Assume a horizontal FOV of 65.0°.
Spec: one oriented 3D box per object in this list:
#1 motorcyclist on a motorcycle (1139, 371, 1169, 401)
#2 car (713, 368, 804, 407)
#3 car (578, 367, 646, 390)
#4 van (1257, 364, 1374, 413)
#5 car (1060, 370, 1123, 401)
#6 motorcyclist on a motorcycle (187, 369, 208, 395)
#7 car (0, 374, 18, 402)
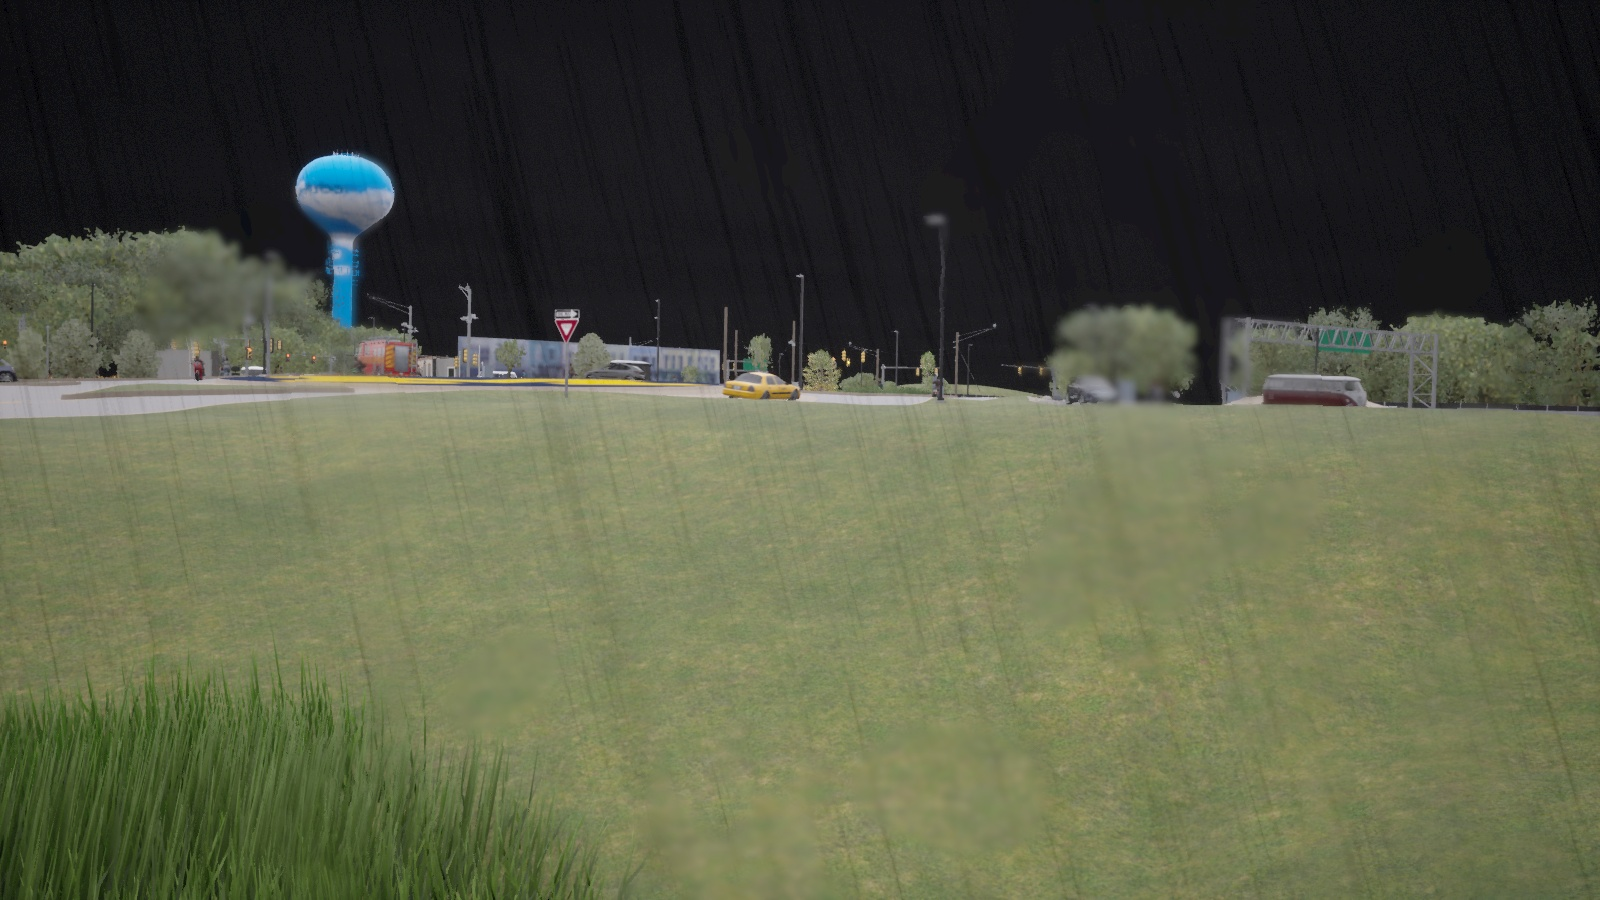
[{"bbox_3d":[19.864,-3.585,70.600,0.766,1.649,2.350,1,3,-6],"label":"motorcyclist on a motorcycle"},{"bbox_3d":[-1.916,-3.013,59.979,1.801,1.575,5.366,8,8,27],"label":"car"},{"bbox_3d":[-12.746,-4.859,85.283,4.193,1.474,1.816,1,1,14],"label":"car"},{"bbox_3d":[22.240,-2.697,54.320,1.775,1.987,4.442,-3,5,-31],"label":"van"},{"bbox_3d":[16.340,-3.630,70.609,2.033,1.649,4.856,0,3,-4],"label":"car"},{"bbox_3d":[-35.726,-4.057,74.485,0.797,1.523,2.044,-3,5,-18],"label":"motorcyclist on a motorcycle"},{"bbox_3d":[-45.611,-3.350,69.409,3.806,1.475,1.970,-5,5,-36],"label":"car"}]
